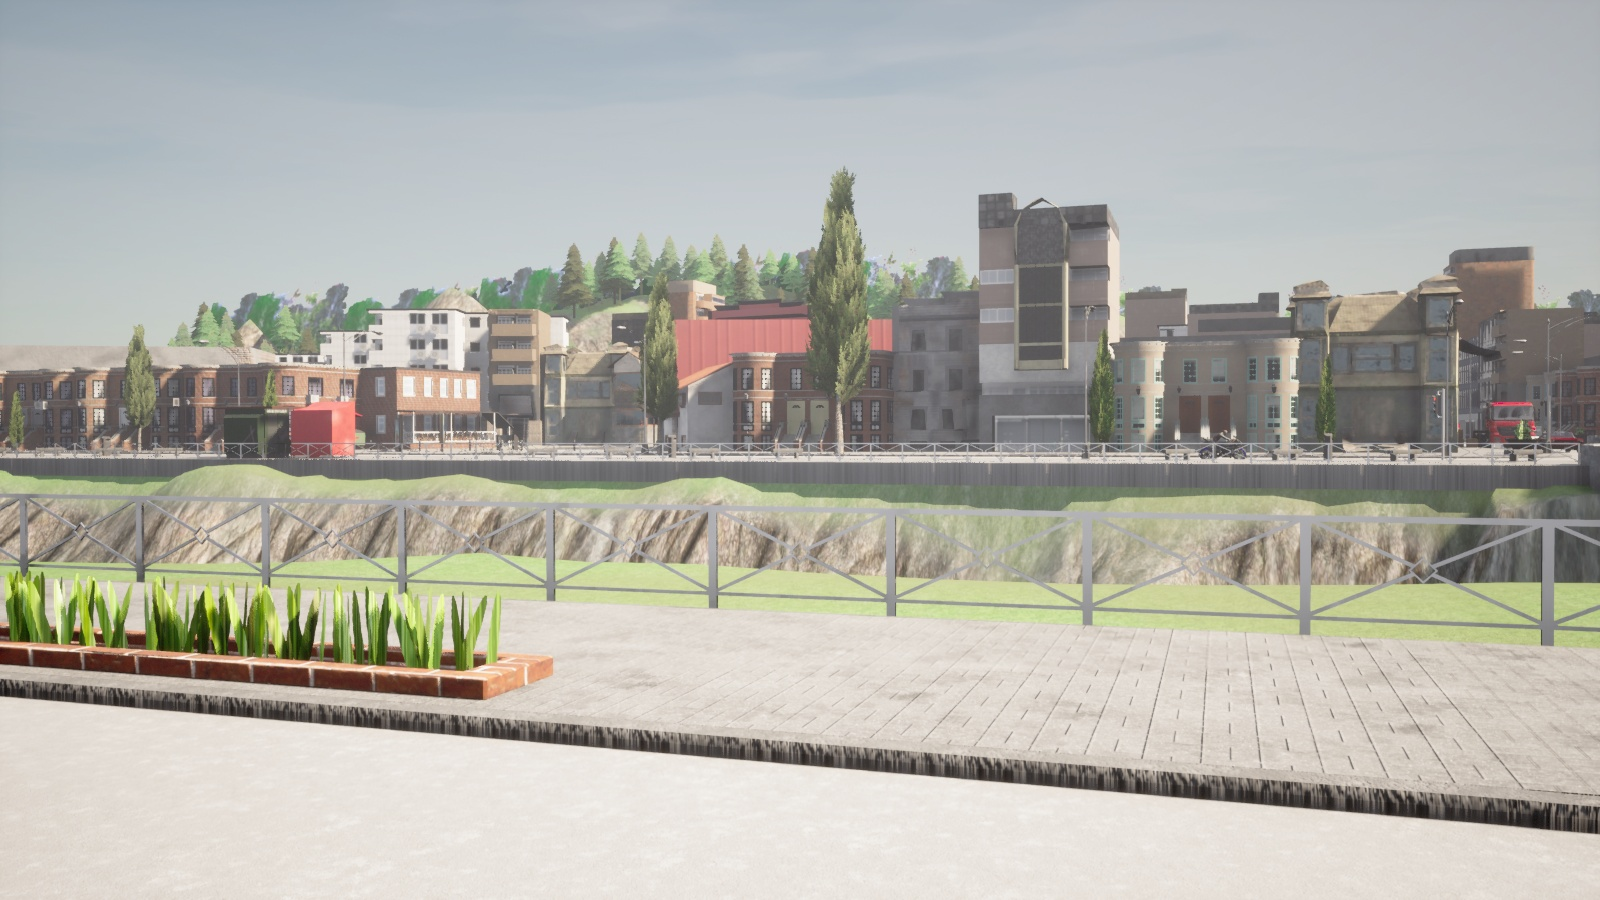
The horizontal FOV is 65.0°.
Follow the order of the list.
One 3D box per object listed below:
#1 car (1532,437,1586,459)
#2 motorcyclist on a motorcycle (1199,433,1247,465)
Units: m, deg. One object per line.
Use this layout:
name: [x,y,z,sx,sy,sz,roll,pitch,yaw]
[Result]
car: [47.006,-0.143,77.846,1.895,1.301,4.718,1,1,19]
motorcyclist on a motorcycle: [20.822,-0.050,61.831,2.191,1.530,0.866,1,1,19]
